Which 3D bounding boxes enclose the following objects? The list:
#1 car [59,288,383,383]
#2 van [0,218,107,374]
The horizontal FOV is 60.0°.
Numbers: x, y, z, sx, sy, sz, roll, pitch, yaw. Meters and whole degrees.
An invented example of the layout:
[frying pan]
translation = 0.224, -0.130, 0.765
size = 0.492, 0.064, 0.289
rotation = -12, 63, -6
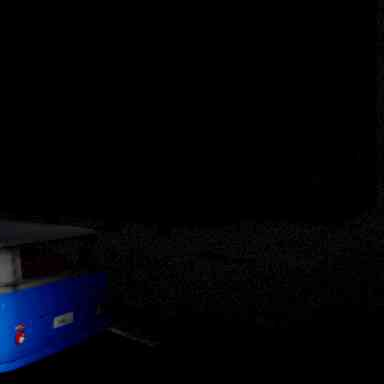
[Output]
[car]
translation = 1.403, 1.545, 1.962
size = 4.507, 1.381, 1.887
rotation = 0, 0, 36
[van]
translation = -3.085, 1.331, 5.163
size = 3.998, 1.788, 1.690
rotation = 0, 0, 36
